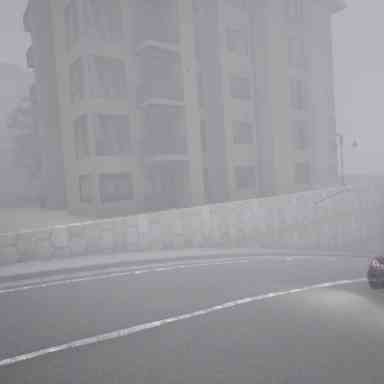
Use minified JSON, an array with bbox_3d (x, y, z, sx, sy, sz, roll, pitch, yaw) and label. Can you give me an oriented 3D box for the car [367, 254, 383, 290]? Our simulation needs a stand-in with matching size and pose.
[{"bbox_3d":[6.516,1.901,8.806,4.674,1.442,1.812,7,-4,-36],"label":"car"}]
